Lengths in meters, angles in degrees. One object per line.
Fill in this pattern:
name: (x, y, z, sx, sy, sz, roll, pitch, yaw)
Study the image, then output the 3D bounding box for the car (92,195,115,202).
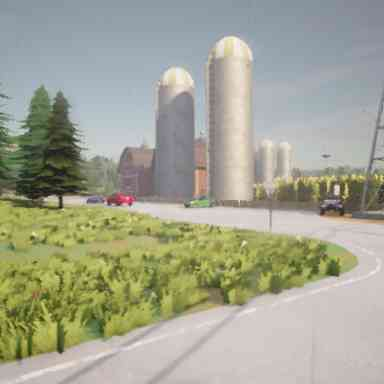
car: (-18.360, 1.322, 68.889, 4.181, 1.381, 1.994, 0, 0, -36)

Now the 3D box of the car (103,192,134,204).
car: (-10.340, 1.013, 47.790, 2.150, 2.045, 5.566, 0, 0, -35)

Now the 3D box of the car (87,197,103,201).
car: (-16.282, 1.318, 56.212, 1.812, 1.442, 4.674, 0, 0, -35)

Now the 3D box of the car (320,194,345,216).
car: (12.527, 1.117, 29.652, 1.905, 1.878, 3.866, 0, 0, 24)

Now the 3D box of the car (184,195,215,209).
car: (0.946, 1.253, 42.111, 3.988, 1.617, 1.851, 0, 0, -36)
